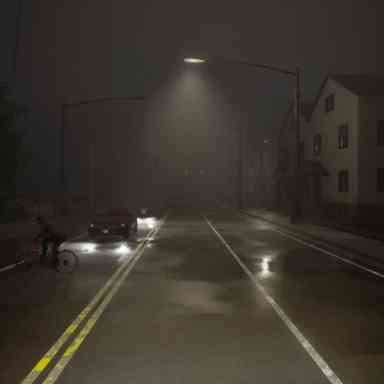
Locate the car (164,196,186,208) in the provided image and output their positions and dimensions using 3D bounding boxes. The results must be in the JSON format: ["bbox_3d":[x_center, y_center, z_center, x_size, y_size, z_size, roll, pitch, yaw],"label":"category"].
[{"bbox_3d":[-2.552,1.337,49.070,2.097,1.767,4.553,0,0,-21],"label":"car"}]

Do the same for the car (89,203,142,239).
[{"bbox_3d":[-3.980,1.526,17.495,1.812,1.442,4.674,0,0,-1],"label":"car"}]

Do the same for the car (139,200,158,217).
[{"bbox_3d":[-4.290,1.492,31.647,2.128,1.511,4.902,0,0,-1],"label":"car"}]

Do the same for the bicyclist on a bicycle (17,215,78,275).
[{"bbox_3d":[-3.904,1.453,8.979,1.656,1.620,0.582,-1,0,-1],"label":"bicyclist on a bicycle"}]
